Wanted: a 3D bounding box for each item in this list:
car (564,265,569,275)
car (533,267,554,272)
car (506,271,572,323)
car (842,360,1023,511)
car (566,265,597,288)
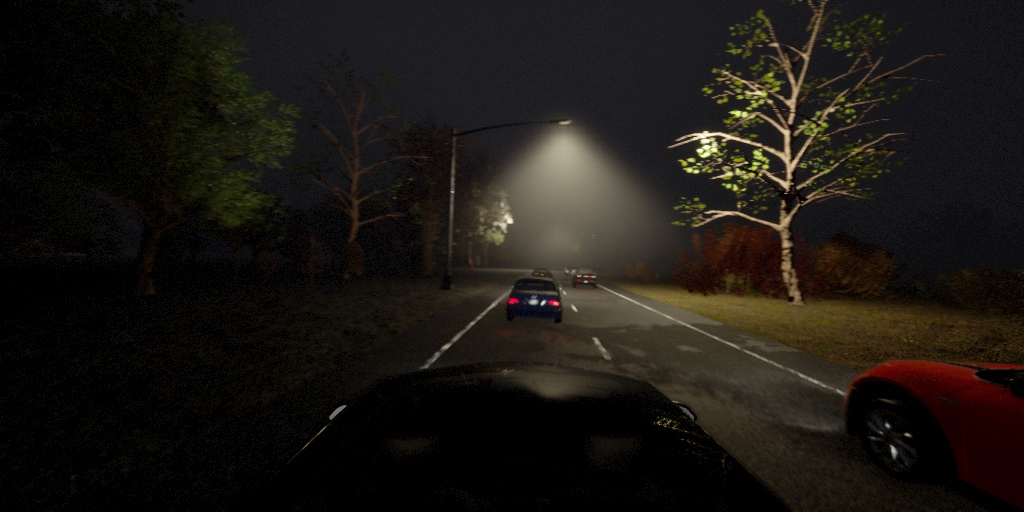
[{"bbox_3d":[7.122,1.842,41.484,2.097,1.767,4.553,2,-1,7],"label":"car"},{"bbox_3d":[2.671,1.722,32.121,1.837,1.490,4.892,2,-1,6],"label":"car"},{"bbox_3d":[0.854,1.468,13.194,2.033,1.411,5.357,2,-1,5],"label":"car"},{"bbox_3d":[4.601,1.270,2.025,2.097,1.767,4.553,2,-1,4],"label":"car"},{"bbox_3d":[5.877,1.793,29.582,2.128,1.511,4.902,2,-1,6],"label":"car"}]
